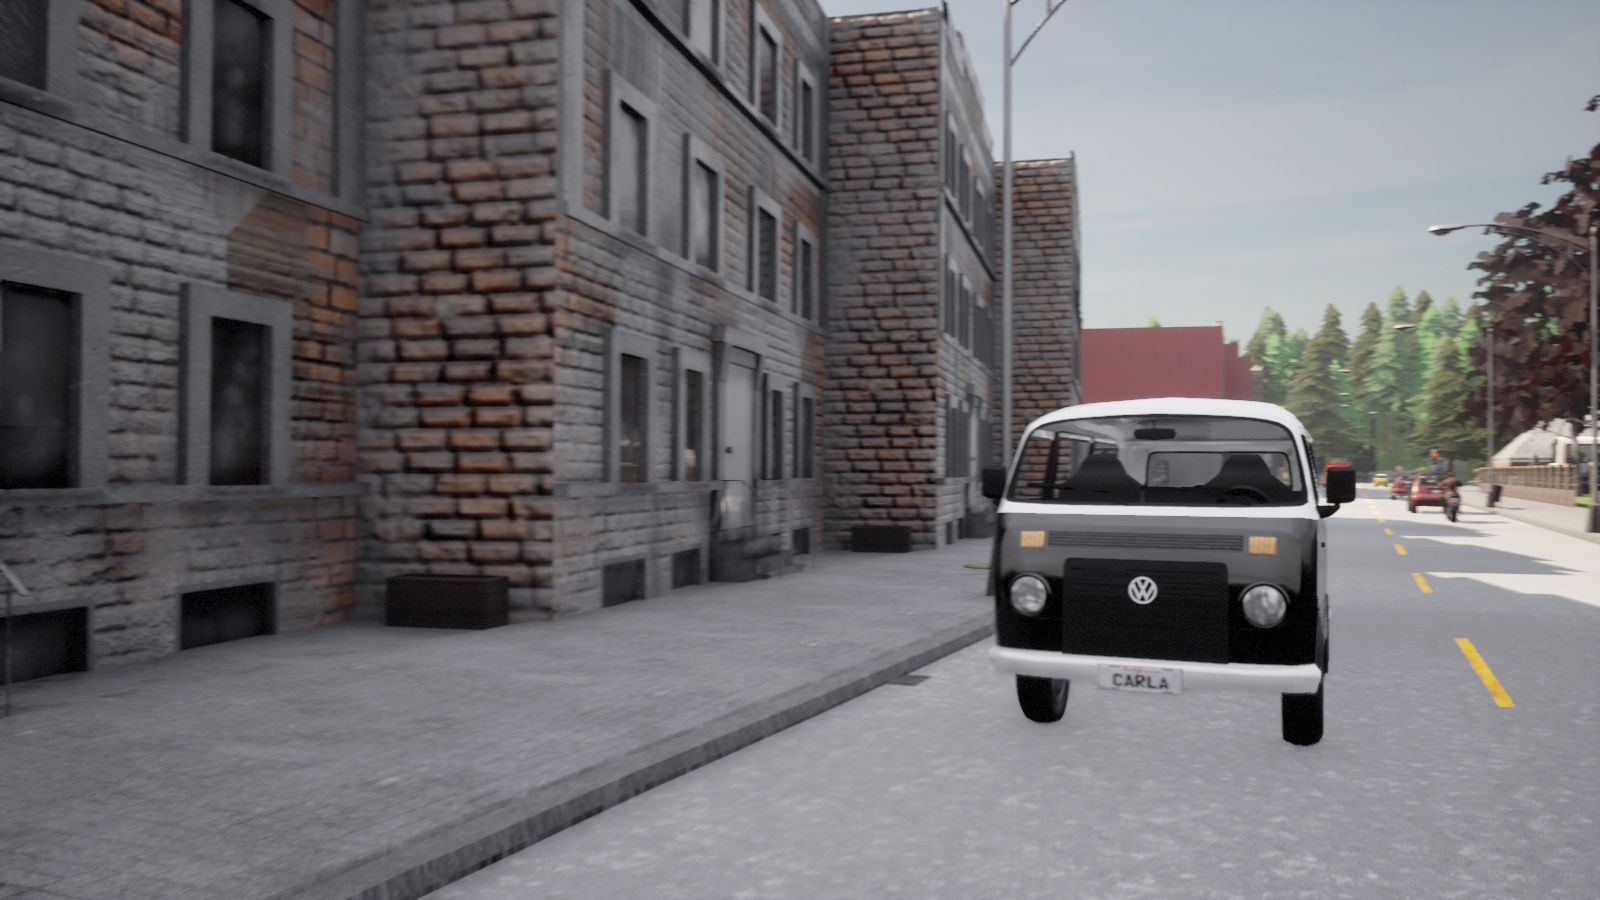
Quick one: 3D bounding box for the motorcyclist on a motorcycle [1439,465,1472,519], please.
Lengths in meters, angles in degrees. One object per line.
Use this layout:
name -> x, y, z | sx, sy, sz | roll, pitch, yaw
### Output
motorcyclist on a motorcycle -> 20.707, 1.307, 39.706 | 0.766, 1.649, 2.350 | -1, -1, 24

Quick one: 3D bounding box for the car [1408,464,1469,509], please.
car -> 24.474, 1.374, 48.272 | 1.851, 1.617, 3.988 | -1, -1, 24

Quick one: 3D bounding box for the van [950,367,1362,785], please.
van -> 2.682, 0.659, 8.592 | 2.069, 2.038, 4.480 | -1, -1, 24

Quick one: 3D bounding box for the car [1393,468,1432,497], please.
car -> 33.556, 1.743, 68.895 | 1.789, 1.549, 3.705 | -1, -1, 24
